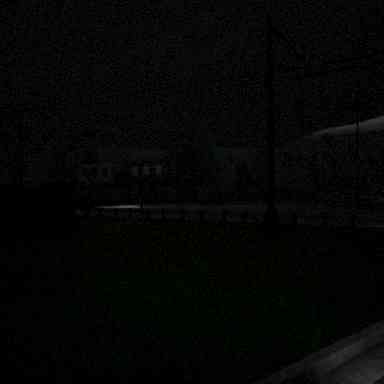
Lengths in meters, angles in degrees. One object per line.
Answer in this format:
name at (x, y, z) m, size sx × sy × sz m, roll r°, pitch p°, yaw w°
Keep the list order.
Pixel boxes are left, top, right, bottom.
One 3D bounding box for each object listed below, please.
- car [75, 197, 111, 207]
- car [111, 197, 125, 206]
car at (-14.001, 1.402, 46.055) m, size 4.718 × 1.301 × 1.895 m, roll 0°, pitch 1°, yaw 29°
car at (-12.230, 1.360, 49.077) m, size 4.718 × 1.301 × 1.895 m, roll 0°, pitch 1°, yaw 29°
